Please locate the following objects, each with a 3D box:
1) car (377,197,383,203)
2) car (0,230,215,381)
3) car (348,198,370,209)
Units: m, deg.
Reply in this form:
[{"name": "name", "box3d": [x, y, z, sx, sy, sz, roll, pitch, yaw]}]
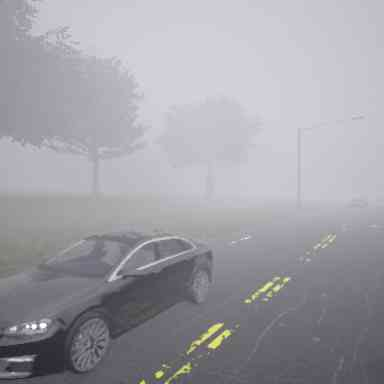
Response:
[{"name": "car", "box3d": [40.016, 1.652, 70.015, 1.895, 1.301, 4.718, 0, 0, 30]}, {"name": "car", "box3d": [-1.289, 1.488, 5.843, 2.128, 1.511, 4.902, 0, 0, 30]}, {"name": "car", "box3d": [22.649, 1.546, 44.985, 2.033, 1.411, 5.357, 0, 0, 37]}]
